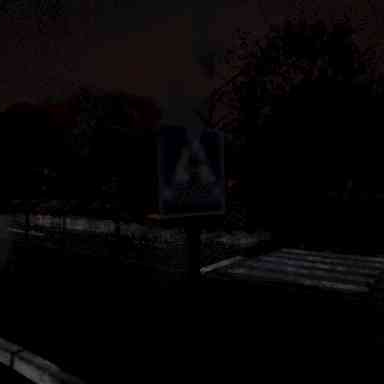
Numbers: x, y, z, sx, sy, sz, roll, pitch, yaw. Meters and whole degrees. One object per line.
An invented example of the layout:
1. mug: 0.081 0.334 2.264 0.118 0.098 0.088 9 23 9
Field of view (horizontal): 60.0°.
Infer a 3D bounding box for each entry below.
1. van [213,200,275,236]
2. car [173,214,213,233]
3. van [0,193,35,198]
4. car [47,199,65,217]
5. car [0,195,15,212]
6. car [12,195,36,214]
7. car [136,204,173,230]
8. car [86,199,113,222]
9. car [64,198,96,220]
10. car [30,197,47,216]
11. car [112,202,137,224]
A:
1. van: 3.425 1.507 20.167 1.878 1.987 4.442 1 1 35
2. car: 1.247 1.719 21.896 2.163 1.488 4.792 1 1 35
3. van: -19.054 1.079 36.441 1.878 1.987 4.442 1 1 35
4. car: -10.057 1.348 29.938 2.185 1.767 4.553 1 1 35
5. car: -16.865 1.387 34.738 2.002 1.452 4.674 1 1 35
6. car: -14.603 1.389 33.127 2.097 1.535 5.008 1 1 35
7. car: -1.140 1.642 23.330 1.946 1.575 5.366 1 1 35
8. car: -5.557 1.560 26.692 2.231 1.521 4.892 1 1 35
9. car: -7.812 1.516 28.310 2.097 1.535 5.008 1 1 35
10. car: -12.340 1.471 31.521 2.002 1.452 4.674 1 1 35
11. car: -3.277 1.631 25.113 2.163 1.488 4.792 1 1 35
